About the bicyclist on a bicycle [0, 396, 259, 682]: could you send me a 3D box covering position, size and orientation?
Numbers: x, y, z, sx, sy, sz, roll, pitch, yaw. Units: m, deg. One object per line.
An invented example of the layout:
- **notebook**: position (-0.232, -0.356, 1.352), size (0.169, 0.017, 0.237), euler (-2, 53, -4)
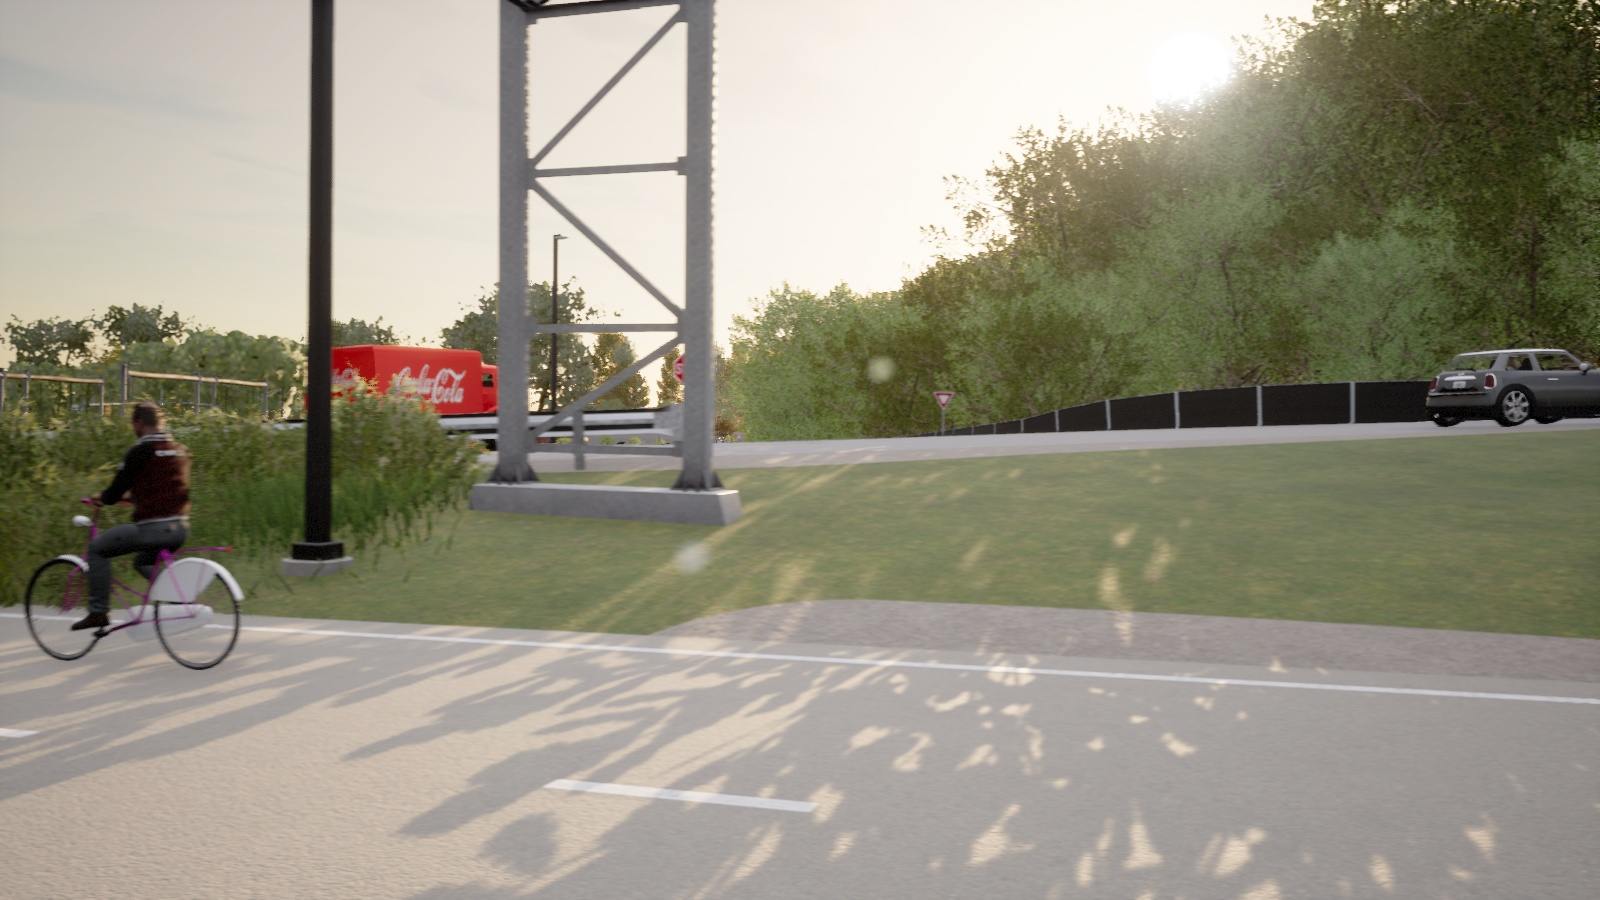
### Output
- **bicyclist on a bicycle**: position (-4.609, 0.537, 8.397), size (1.843, 1.776, 0.659), euler (1, 1, 18)

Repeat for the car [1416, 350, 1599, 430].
- **car**: position (14.351, -1.158, 24.539), size (3.806, 1.475, 1.970), euler (-1, 1, -16)

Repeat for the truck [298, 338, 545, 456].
- **truck**: position (-8.802, -1.163, 29.728), size (2.627, 2.467, 5.204), euler (-2, 0, 28)
